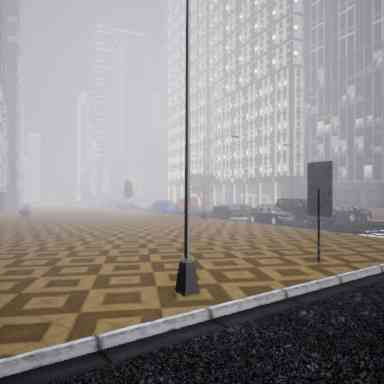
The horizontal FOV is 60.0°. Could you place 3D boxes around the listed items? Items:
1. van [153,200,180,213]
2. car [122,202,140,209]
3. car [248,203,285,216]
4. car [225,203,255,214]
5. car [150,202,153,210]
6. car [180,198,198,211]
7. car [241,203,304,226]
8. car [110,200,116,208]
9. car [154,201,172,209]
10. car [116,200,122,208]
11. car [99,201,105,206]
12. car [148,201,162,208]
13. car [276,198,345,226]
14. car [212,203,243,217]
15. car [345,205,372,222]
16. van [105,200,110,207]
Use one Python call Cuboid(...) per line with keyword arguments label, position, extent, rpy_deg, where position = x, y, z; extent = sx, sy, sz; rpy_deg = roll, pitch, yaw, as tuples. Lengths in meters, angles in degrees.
Cuboid(label="van", position=(-3.643, 2.004, 46.195), extent=(1.690, 1.788, 3.998), rpy_deg=(-1, -1, -26))
Cuboid(label="car", position=(-10.963, 2.525, 61.392), extent=(2.008, 1.369, 4.403), rpy_deg=(-1, -1, -26))
Cuboid(label="car", position=(8.793, 2.067, 39.695), extent=(1.947, 1.339, 4.313), rpy_deg=(-1, -1, -26))
Cuboid(label="car", position=(6.352, 2.168, 44.762), extent=(1.947, 1.339, 4.313), rpy_deg=(-1, -1, -26))
Cuboid(label="car", position=(-5.270, 2.355, 55.775), extent=(1.837, 1.490, 4.892), rpy_deg=(0, -2, -25))
Cuboid(label="car", position=(-0.951, 2.016, 53.827), extent=(2.150, 2.045, 5.566), rpy_deg=(0, -1, -25))
Cuboid(label="car", position=(6.126, 1.813, 25.924), extent=(2.008, 1.369, 4.403), rpy_deg=(-1, -1, -26))
Cuboid(label="car", position=(-15.845, 2.730, 71.526), extent=(1.887, 1.381, 4.507), rpy_deg=(-1, -1, -26))
Cuboid(label="car", position=(-5.597, 2.496, 63.389), extent=(1.837, 1.490, 4.892), rpy_deg=(0, -1, -26))
Cuboid(label="car", position=(-13.331, 2.601, 66.306), extent=(1.752, 1.417, 4.829), rpy_deg=(-1, -1, -26))
Cuboid(label="car", position=(-23.168, 3.052, 86.725), extent=(1.887, 1.381, 4.507), rpy_deg=(-1, -1, -26))
Cuboid(label="car", position=(-8.295, 2.807, 75.162), extent=(1.802, 1.307, 4.206), rpy_deg=(-1, -1, -26))
Cuboid(label="car", position=(8.806, 1.483, 26.354), extent=(2.150, 2.045, 5.566), rpy_deg=(0, -1, -26))
Cuboid(label="car", position=(3.919, 2.022, 36.504), extent=(1.994, 1.385, 4.181), rpy_deg=(0, -1, -26))
Cuboid(label="car", position=(13.675, 1.853, 29.561), extent=(2.008, 1.369, 4.403), rpy_deg=(-1, -1, -26))
Cuboid(label="van", position=(-18.290, 2.633, 76.594), extent=(1.690, 1.788, 3.998), rpy_deg=(-1, -1, -26))
